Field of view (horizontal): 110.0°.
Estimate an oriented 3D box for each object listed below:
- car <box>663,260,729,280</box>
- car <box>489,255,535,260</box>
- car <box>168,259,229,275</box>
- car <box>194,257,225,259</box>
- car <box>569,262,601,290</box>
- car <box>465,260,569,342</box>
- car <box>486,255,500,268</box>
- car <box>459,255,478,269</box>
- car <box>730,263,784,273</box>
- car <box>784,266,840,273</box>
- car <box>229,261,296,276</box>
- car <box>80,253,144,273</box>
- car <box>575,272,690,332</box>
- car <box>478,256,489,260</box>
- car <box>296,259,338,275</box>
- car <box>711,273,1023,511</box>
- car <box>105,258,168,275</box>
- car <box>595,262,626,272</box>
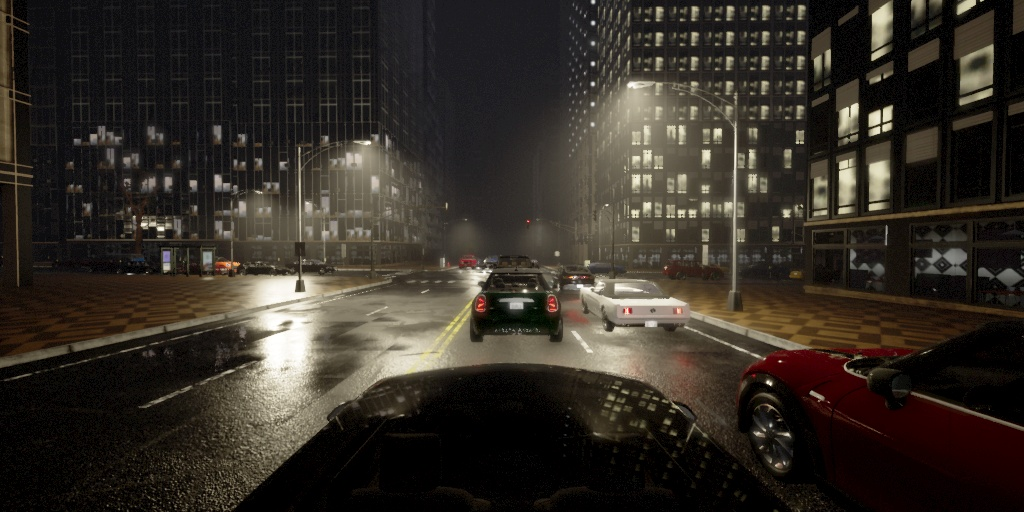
[{"bbox_3d":[16.198,1.268,32.230,5.009,1.841,2.192,0,0,1],"label":"car"},{"bbox_3d":[0.103,0.963,19.600,2.150,2.045,5.566,0,0,0],"label":"car"},{"bbox_3d":[-28.410,1.138,32.897,4.207,1.307,1.802,0,0,1],"label":"car"},{"bbox_3d":[-29.422,0.855,35.607,4.553,1.767,2.097,1,1,1],"label":"car"},{"bbox_3d":[3.353,1.245,20.097,1.837,1.490,4.892,0,0,0],"label":"car"},{"bbox_3d":[0.101,1.099,9.888,2.097,1.767,4.553,0,0,0],"label":"car"},{"bbox_3d":[-3.314,0.925,62.602,2.150,2.045,5.566,0,0,0],"label":"car"},{"bbox_3d":[-6.590,0.935,53.972,2.150,2.045,5.566,0,0,0],"label":"car"},{"bbox_3d":[26.133,1.494,37.834,5.357,1.411,2.033,1,1,1],"label":"car"},{"bbox_3d":[27.647,1.578,32.031,4.829,1.417,1.751,0,0,1],"label":"car"},{"bbox_3d":[-22.726,1.173,32.763,4.313,1.339,1.948,0,0,1],"label":"car"},{"bbox_3d":[-39.417,0.764,35.817,4.553,1.767,2.097,1,1,1],"label":"car"},{"bbox_3d":[3.352,1.347,10.839,1.895,1.301,4.718,0,0,0],"label":"car"},{"bbox_3d":[-3.336,1.206,52.439,2.128,1.511,4.902,0,0,0],"label":"car"},{"bbox_3d":[-19.804,1.081,35.411,4.902,1.511,2.128,1,1,1],"label":"car"},{"bbox_3d":[3.350,1.102,1.821,2.097,1.767,4.553,0,0,0],"label":"car"},{"bbox_3d":[-34.091,1.069,33.071,4.313,1.339,1.948,0,0,1],"label":"car"},{"bbox_3d":[9.238,1.349,37.909,5.357,1.411,2.033,0,1,-3],"label":"car"}]
